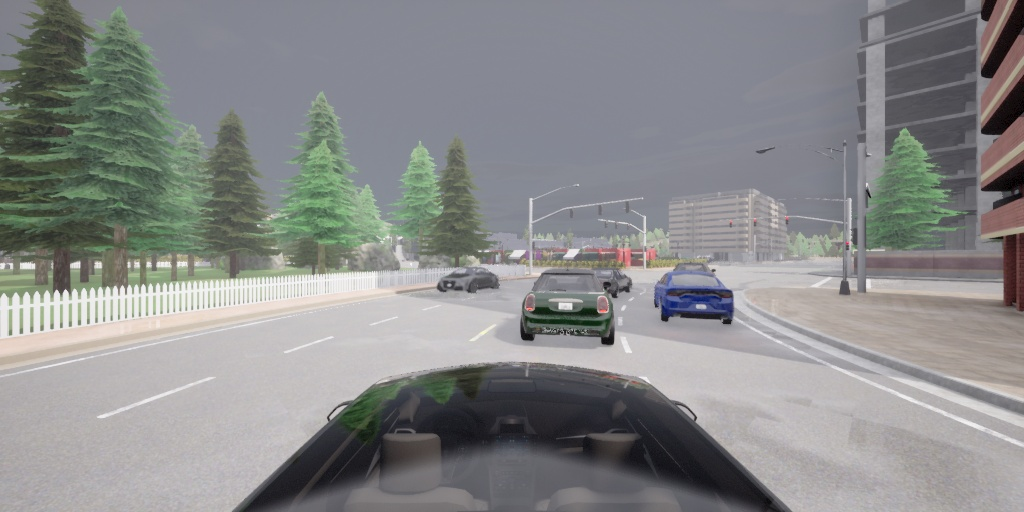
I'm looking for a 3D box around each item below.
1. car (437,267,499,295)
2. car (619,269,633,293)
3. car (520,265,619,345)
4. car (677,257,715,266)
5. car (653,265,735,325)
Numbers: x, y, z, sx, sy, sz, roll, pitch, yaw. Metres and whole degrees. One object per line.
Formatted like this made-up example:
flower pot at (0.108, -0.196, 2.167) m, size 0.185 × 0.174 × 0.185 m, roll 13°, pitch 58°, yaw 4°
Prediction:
car at (-2.367, 1.317, 20.130) m, size 1.994 × 1.385 × 4.181 m, roll 0°, pitch 0°, yaw 25°
car at (4.864, 1.302, 18.570) m, size 2.033 × 1.411 × 5.357 m, roll 0°, pitch 0°, yaw 29°
car at (1.615, 1.104, 9.817) m, size 2.097 × 1.767 × 4.553 m, roll 0°, pitch 0°, yaw 13°
car at (10.248, 1.109, 20.234) m, size 2.097 × 1.767 × 4.553 m, roll 0°, pitch 0°, yaw 32°
car at (5.909, 1.231, 12.091) m, size 1.882 × 1.535 × 5.008 m, roll 0°, pitch 0°, yaw 18°
